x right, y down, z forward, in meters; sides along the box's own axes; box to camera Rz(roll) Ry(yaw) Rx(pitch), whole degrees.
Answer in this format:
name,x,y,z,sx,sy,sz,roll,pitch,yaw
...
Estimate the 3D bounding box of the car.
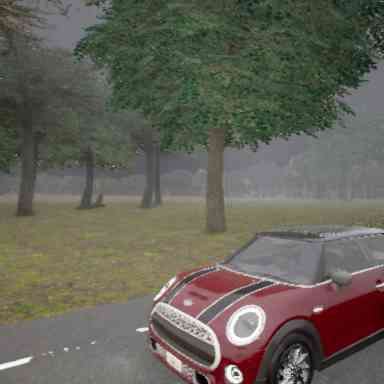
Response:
name,x,y,z,sx,sy,sz,roll,pitch,yaw
car,1.621,1.367,5.146,4.553,1.767,2.097,0,0,-35
